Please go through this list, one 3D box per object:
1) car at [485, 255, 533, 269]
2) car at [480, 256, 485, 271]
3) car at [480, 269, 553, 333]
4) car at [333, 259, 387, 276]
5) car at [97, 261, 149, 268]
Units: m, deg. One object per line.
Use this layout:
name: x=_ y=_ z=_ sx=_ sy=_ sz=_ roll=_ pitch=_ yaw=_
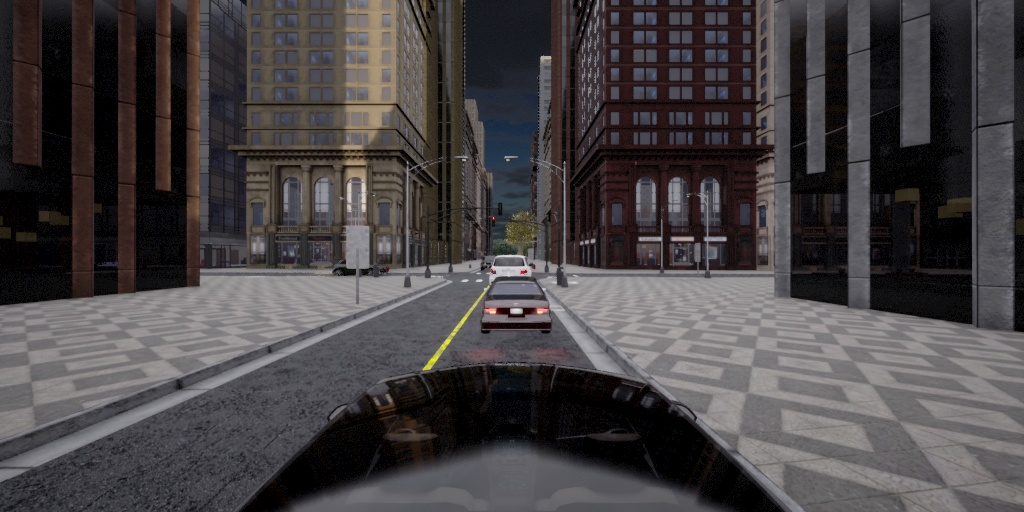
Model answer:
car: x=0.019 y=0.971 z=20.883 sx=2.150 sy=2.045 sz=5.566 roll=0 pitch=0 yaw=4
car: x=-3.124 y=0.970 z=49.514 sx=2.150 sy=2.045 sz=5.566 roll=0 pitch=0 yaw=-1
car: x=0.092 y=1.297 z=10.638 sx=2.033 sy=1.411 sz=5.357 roll=0 pitch=0 yaw=0
car: x=-14.051 y=1.053 z=33.370 sx=4.553 sy=1.767 sz=2.097 roll=0 pitch=0 yaw=0
car: x=-36.250 y=1.190 z=33.377 sx=5.357 sy=1.411 sz=2.033 roll=0 pitch=0 yaw=0
